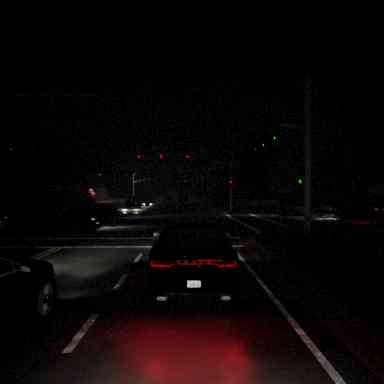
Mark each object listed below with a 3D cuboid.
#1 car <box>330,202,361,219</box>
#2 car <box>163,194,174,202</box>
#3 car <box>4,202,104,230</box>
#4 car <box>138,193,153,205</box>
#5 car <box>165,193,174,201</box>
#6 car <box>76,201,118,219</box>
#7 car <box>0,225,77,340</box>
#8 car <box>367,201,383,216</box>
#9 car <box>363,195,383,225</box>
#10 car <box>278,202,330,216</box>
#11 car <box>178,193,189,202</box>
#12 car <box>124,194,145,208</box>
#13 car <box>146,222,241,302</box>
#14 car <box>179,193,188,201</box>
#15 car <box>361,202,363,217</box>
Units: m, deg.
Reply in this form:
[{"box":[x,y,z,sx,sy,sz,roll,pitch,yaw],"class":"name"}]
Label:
[{"box":[14.762,1.564,28.946,4.181,1.385,1.994,0,0,-2],"class":"car"},{"box":[-5.415,1.533,74.529,2.033,1.411,5.357,0,0,-1],"class":"car"},{"box":[-8.557,1.547,20.585,5.357,1.411,2.033,0,0,-4],"class":"car"},{"box":[-8.545,1.221,57.087,2.150,2.045,5.566,0,0,-1],"class":"car"},{"box":[-5.688,1.269,85.134,2.097,1.767,4.553,0,0,-1],"class":"car"},{"box":[-8.527,1.491,27.487,4.902,1.511,2.128,0,0,-40],"class":"car"},{"box":[-3.468,1.492,4.374,2.128,1.511,4.902,0,0,0],"class":"car"},{"box":[20.023,1.601,32.597,4.718,1.301,1.895,0,0,-2],"class":"car"},{"box":[14.673,1.221,21.736,5.566,2.045,2.150,0,0,-2],"class":"car"},{"box":[10.866,1.601,32.336,4.718,1.301,1.895,0,0,-2],"class":"car"},{"box":[-1.900,1.225,74.229,2.150,2.045,5.566,0,0,-1],"class":"car"},{"box":[-8.307,1.477,47.102,1.882,1.535,5.008,0,0,-1],"class":"car"},{"box":[0.001,1.478,8.365,1.882,1.535,5.008,0,0,-1],"class":"car"},{"box":[-2.182,1.225,84.962,2.150,2.045,5.566,0,0,-1],"class":"car"},{"box":[16.037,1.477,25.275,5.008,1.535,1.882,0,0,-2],"class":"car"}]
